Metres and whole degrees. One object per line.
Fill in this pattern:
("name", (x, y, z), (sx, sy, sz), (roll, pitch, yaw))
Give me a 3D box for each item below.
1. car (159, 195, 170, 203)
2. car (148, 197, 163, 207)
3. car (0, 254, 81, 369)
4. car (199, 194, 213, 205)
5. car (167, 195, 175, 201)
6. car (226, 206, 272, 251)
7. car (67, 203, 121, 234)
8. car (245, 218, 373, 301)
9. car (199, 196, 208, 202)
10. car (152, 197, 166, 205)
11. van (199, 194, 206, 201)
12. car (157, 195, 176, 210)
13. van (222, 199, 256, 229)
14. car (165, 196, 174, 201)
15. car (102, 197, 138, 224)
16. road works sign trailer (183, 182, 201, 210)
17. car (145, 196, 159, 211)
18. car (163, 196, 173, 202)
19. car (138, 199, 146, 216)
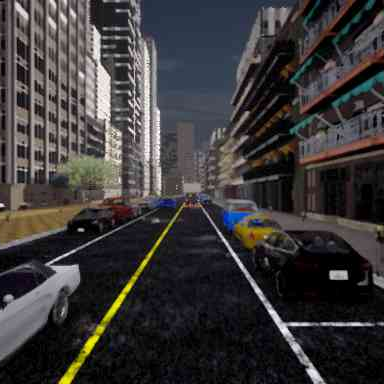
("car", (-5.693, 1.472, 68.926), (1.967, 1.590, 4.097), (0, 0, 0))
("car", (-5.693, 1.559, 52.356), (1.887, 1.381, 4.507), (0, 0, 0))
("car", (-3.086, 1.600, 4.202), (1.895, 1.301, 4.718), (0, 0, 0))
("car", (2.688, 1.570, 57.879), (2.008, 1.369, 4.403), (0, 0, 0))
("car", (-5.693, 1.506, 91.017), (1.967, 1.590, 4.097), (0, 0, 0))
("car", (2.688, 1.522, 13.866), (1.752, 1.417, 4.829), (0, 0, 0))
("car", (-5.693, 1.564, 19.220), (1.947, 1.339, 4.313), (0, 0, 0))
("car", (2.688, 1.563, 8.173), (1.947, 1.339, 4.313), (0, 0, 0))
("car", (2.688, 1.592, 79.969), (1.887, 1.381, 4.507), (0, 0, 0))
("car", (-5.693, 1.585, 57.879), (1.947, 1.339, 4.313), (0, 0, 0))
("van", (2.687, 1.397, 85.492), (1.690, 1.788, 3.998), (0, 0, 0))
("car", (-3.084, 1.485, 42.236), (1.882, 1.535, 5.008), (0, 0, 0))
("van", (2.687, 1.339, 19.219), (1.690, 1.788, 3.998), (0, 0, 0))
("car", (-5.693, 1.607, 85.493), (2.008, 1.369, 4.403), (0, 0, 0))
("car", (-5.693, 1.314, 24.741), (2.192, 1.841, 5.009), (0, 0, 0))
("road works sign trailer", (0.000, 0.473, 43.209), (2.380, 3.560, 2.880), (0, 0, 0))
("car", (-5.693, 1.558, 41.311), (2.008, 1.369, 4.403), (0, 0, 0))
("car", (-5.693, 1.599, 79.970), (2.008, 1.369, 4.403), (0, 0, 0))
("car", (-5.693, 1.552, 30.265), (2.008, 1.369, 4.403), (0, 0, 0))
